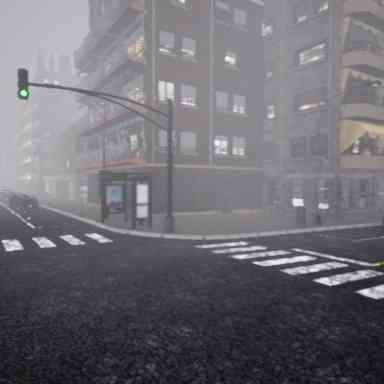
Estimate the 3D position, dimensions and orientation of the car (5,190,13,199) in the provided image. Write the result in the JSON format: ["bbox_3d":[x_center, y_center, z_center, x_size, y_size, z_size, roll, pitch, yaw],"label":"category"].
[{"bbox_3d":[-17.672,0.784,34.166,1.887,1.381,4.507,-1,2,-33],"label":"car"}]

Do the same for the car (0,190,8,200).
[{"bbox_3d":[-26.824,0.361,48.387,1.967,1.590,4.097,-1,2,-33],"label":"car"}]

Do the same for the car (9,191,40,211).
[{"bbox_3d":[-14.621,0.896,29.426,2.008,1.369,4.403,-1,2,-33],"label":"car"}]

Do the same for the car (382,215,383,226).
[{"bbox_3d":[13.460,1.416,20.359,4.097,1.590,1.967,1,0,-33],"label":"car"}]
